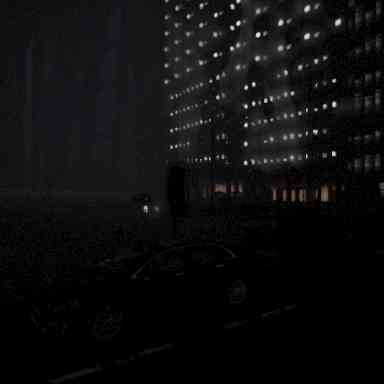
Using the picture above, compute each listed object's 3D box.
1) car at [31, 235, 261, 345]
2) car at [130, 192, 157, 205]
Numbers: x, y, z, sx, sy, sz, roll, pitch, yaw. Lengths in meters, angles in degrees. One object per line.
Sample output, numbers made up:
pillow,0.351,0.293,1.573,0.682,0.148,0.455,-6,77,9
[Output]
car,-0.604,1.545,6.279,4.403,1.369,2.008,0,1,-36
car,-6.137,0.798,41.975,1.882,1.535,5.008,1,1,-35
